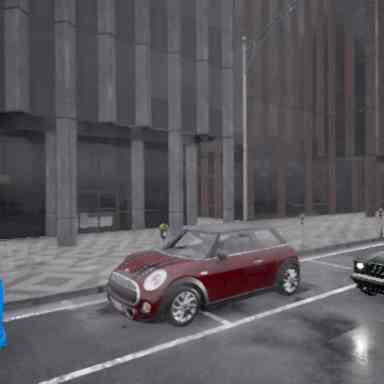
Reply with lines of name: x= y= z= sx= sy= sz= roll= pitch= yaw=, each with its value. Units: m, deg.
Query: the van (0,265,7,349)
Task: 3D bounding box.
van: x=-4.239 y=1.350 z=3.627 sx=3.998 sy=1.788 sz=1.690 roll=0 pitch=0 yaw=-36

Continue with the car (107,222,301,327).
car: x=0.349 y=1.417 z=6.902 sx=4.097 sy=1.590 sz=1.967 roll=0 pitch=0 yaw=-36

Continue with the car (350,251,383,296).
car: x=5.534 y=1.552 z=7.329 sx=4.718 sy=1.301 sz=1.895 roll=0 pitch=0 yaw=-36
